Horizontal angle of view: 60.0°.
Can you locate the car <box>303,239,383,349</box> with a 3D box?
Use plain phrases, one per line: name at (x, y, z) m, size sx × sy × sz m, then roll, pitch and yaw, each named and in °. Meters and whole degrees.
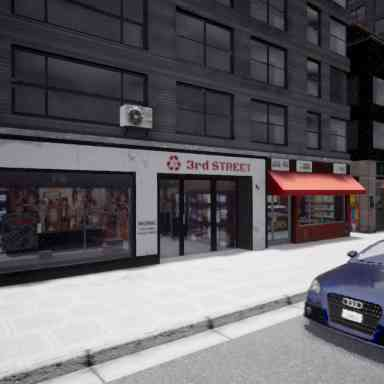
car at (3.876, 1.561, 5.851) m, size 4.181 × 1.385 × 1.994 m, roll 0°, pitch 0°, yaw -36°
